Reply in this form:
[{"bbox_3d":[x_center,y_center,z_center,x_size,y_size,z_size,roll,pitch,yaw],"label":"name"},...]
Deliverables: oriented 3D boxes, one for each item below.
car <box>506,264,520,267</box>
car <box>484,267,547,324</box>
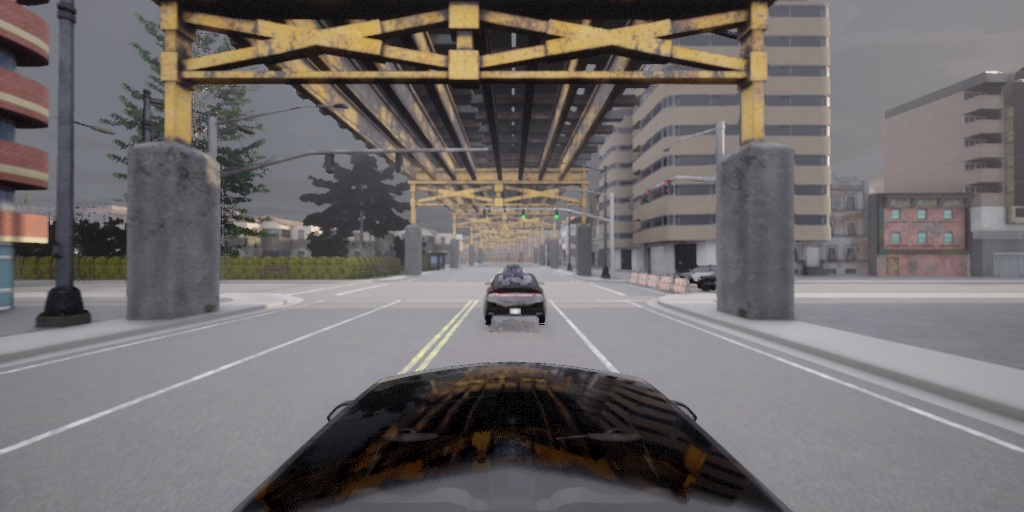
[{"bbox_3d":[0.102,1.483,34.081,1.812,1.442,4.674,0,0,0],"label":"car"},{"bbox_3d":[0.093,1.307,12.186,2.128,1.511,4.902,0,0,0],"label":"car"}]
